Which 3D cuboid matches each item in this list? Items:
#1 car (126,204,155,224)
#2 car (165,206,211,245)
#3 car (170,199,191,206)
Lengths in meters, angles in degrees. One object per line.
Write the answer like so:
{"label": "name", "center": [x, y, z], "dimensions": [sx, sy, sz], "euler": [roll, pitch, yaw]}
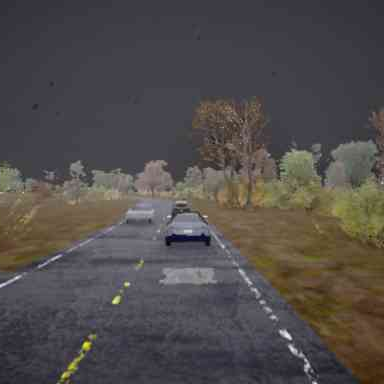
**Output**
{"label": "car", "center": [-3.826, 1.615, 25.136], "dimensions": [1.895, 1.301, 4.718], "euler": [0, 0, -3]}
{"label": "car", "center": [-0.220, 1.570, 15.530], "dimensions": [1.994, 1.385, 4.181], "euler": [0, 0, -2]}
{"label": "car", "center": [-1.135, 1.521, 33.322], "dimensions": [1.837, 1.490, 4.892], "euler": [0, 0, -4]}
